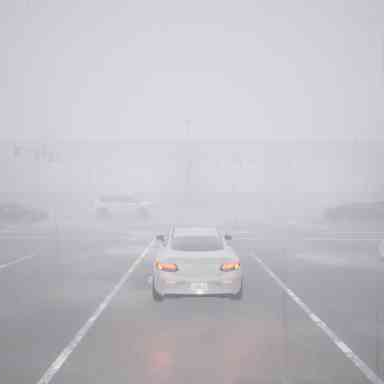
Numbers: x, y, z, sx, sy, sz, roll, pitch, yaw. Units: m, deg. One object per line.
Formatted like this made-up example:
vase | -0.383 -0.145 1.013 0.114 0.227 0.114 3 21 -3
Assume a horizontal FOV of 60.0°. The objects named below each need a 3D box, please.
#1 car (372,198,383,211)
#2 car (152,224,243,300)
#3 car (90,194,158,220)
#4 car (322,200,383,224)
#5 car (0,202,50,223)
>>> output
car | 23.300 1.397 37.886 4.674 1.442 1.812 -1 0 2
car | 0.073 1.527 8.251 1.812 1.442 4.674 0 0 -1
car | -5.692 1.217 27.967 5.566 2.045 2.150 0 0 2
car | 12.061 1.435 23.983 5.008 1.535 1.882 0 0 2
car | -13.086 1.505 24.600 4.892 1.490 1.837 0 0 3
